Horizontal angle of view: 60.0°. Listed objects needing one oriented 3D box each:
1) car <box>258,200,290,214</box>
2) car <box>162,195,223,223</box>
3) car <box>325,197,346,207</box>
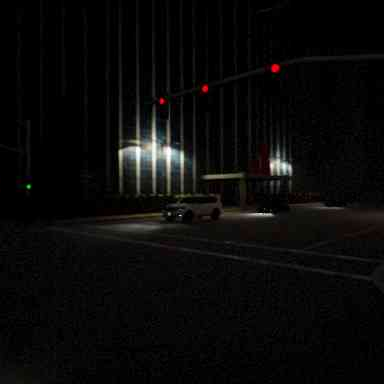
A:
[{"bbox_3d":[8.930,1.596,36.249,1.994,1.385,4.181,0,0,43],"label":"car"},{"bbox_3d":[0.175,1.286,26.759,2.150,2.045,5.566,0,0,43],"label":"car"},{"bbox_3d":[21.676,1.513,49.948,1.812,1.442,4.674,0,0,43],"label":"car"}]
